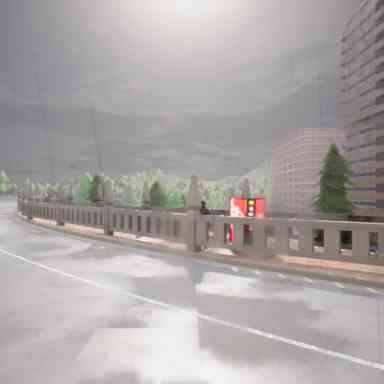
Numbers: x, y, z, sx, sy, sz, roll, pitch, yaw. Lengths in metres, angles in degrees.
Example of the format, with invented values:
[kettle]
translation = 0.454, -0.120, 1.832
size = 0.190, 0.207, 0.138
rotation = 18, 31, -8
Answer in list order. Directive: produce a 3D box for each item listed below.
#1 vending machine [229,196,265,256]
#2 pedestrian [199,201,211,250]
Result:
[vending machine]
translation = 2.065, 1.195, 12.419
size = 0.880, 2.100, 1.100
rotation = 0, 0, 41
[pedestrian]
translation = 0.439, 1.141, 11.839
size = 0.375, 1.860, 0.375
rotation = 0, 0, 41
